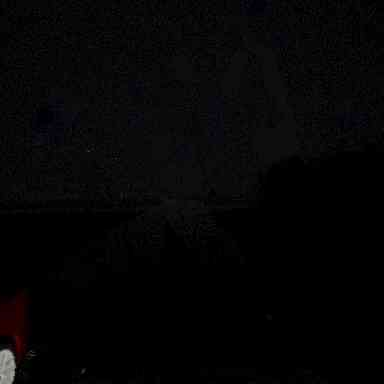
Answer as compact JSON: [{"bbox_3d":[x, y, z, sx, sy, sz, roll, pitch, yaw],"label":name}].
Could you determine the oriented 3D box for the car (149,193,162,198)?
[{"bbox_3d":[-9.713,0.912,86.302,1.882,1.535,5.008,-1,1,-35],"label":"car"}]

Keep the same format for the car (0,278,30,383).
[{"bbox_3d":[-2.850,1.461,1.889,1.882,1.535,5.008,0,0,0],"label":"car"}]
